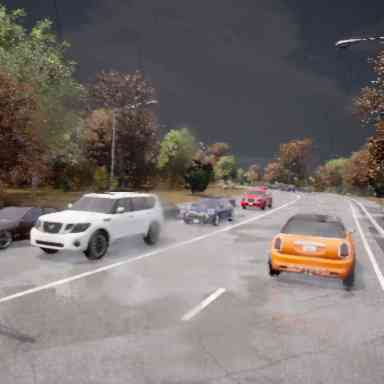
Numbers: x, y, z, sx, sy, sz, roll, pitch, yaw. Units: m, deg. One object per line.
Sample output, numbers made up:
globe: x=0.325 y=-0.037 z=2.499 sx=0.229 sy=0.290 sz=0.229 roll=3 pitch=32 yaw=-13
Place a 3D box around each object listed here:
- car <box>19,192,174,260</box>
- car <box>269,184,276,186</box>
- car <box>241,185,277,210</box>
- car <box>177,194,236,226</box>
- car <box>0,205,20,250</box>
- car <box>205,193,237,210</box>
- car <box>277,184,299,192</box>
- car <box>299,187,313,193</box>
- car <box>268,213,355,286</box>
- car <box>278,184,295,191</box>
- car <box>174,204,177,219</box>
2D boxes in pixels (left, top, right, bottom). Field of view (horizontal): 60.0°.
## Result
car: x=-3.057 y=1.035 z=12.248 sx=2.150 sy=2.045 sz=5.566 roll=2 pitch=1 yaw=24
car: x=21.153 y=-1.354 z=88.655 sx=2.033 sy=1.411 sz=5.357 roll=2 pitch=3 yaw=-16
car: x=6.676 y=0.636 z=33.710 sx=2.150 sy=2.045 sz=5.566 roll=2 pitch=4 yaw=25
car: x=1.173 y=1.104 z=21.613 sx=2.097 sy=1.767 sz=4.553 roll=2 pitch=2 yaw=24
car: x=-6.492 y=1.231 z=13.170 sx=2.033 sy=1.411 sz=5.357 roll=2 pitch=1 yaw=24
car: x=3.099 y=0.884 z=34.329 sx=1.994 sy=1.385 sz=4.181 roll=2 pitch=3 yaw=25
car: x=22.663 y=-0.936 z=78.583 sx=2.097 sy=1.767 sz=4.553 roll=2 pitch=3 yaw=-6
car: x=26.218 y=-0.549 z=77.541 sx=2.033 sy=1.411 sz=5.357 roll=2 pitch=3 yaw=-6
car: x=3.786 y=1.431 z=10.175 sx=2.097 sy=1.767 sz=4.553 roll=2 pitch=1 yaw=24
car: x=24.947 y=-1.187 z=87.853 sx=2.128 sy=1.511 sz=4.902 roll=2 pitch=3 yaw=-16
car: x=-2.400 y=1.201 z=22.253 sx=1.994 sy=1.385 sz=4.181 roll=2 pitch=2 yaw=23
